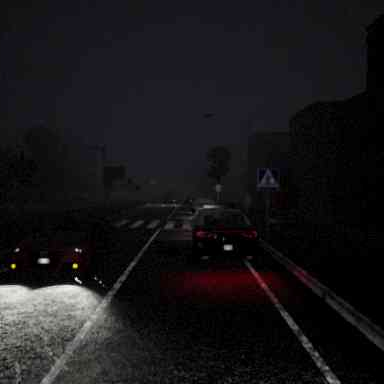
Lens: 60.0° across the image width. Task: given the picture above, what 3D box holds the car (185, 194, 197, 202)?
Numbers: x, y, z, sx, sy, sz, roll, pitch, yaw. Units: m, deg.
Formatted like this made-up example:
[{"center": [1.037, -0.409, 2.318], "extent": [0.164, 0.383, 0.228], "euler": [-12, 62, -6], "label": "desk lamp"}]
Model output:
[{"center": [-0.187, 1.114, 61.824], "extent": [2.033, 1.411, 5.357], "euler": [0, 0, 0], "label": "car"}]

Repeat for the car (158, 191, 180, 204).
[{"center": [-3.491, 0.820, 51.142], "extent": [2.150, 2.045, 5.566], "euler": [0, 0, 0], "label": "car"}]

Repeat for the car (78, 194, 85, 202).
[{"center": [-22.130, 1.046, 58.840], "extent": [4.892, 1.521, 2.231], "euler": [0, 0, 0], "label": "car"}]

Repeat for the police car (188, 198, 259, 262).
[{"center": [0.921, 1.189, 11.173], "extent": [1.930, 1.638, 5.238], "euler": [0, 1, 0], "label": "police car"}]

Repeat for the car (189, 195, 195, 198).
[{"center": [0.866, 1.189, 27.083], "extent": [1.812, 1.442, 4.674], "euler": [0, 0, 0], "label": "car"}]

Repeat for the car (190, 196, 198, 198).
[{"center": [0.884, 1.205, 21.077], "extent": [1.812, 1.442, 4.674], "euler": [0, 0, 0], "label": "car"}]

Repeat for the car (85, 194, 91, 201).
[{"center": [-22.146, 1.036, 62.114], "extent": [5.008, 1.535, 2.097], "euler": [0, 0, 0], "label": "car"}]

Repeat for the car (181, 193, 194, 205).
[{"center": [-0.143, 1.171, 47.750], "extent": [1.994, 1.385, 4.181], "euler": [0, 0, 0], "label": "car"}]

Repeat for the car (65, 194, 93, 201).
[{"center": [-22.143, 1.068, 65.262], "extent": [4.674, 1.452, 2.002], "euler": [0, 0, 0], "label": "car"}]

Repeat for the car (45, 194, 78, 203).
[{"center": [-22.128, 1.093, 55.564], "extent": [4.674, 1.452, 2.002], "euler": [0, 0, 0], "label": "car"}]

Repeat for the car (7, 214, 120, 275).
[{"center": [-3.395, 1.353, 9.588], "extent": [1.994, 1.385, 4.181], "euler": [0, 1, 0], "label": "car"}]
